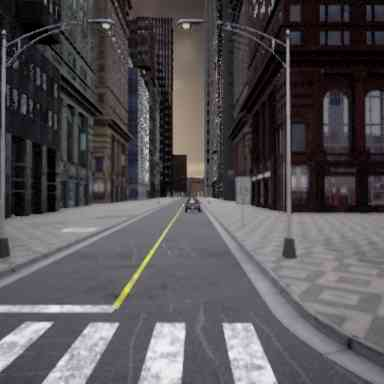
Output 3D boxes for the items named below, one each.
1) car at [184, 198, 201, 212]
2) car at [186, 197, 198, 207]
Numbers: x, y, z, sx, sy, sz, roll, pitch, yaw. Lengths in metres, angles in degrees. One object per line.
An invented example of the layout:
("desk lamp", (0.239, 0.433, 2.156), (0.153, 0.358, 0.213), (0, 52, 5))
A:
("car", (0.088, 1.571, 39.179), (1.812, 1.442, 4.674), (0, 0, 0))
("car", (0.006, 1.610, 53.054), (1.812, 1.442, 4.674), (0, 0, 0))
